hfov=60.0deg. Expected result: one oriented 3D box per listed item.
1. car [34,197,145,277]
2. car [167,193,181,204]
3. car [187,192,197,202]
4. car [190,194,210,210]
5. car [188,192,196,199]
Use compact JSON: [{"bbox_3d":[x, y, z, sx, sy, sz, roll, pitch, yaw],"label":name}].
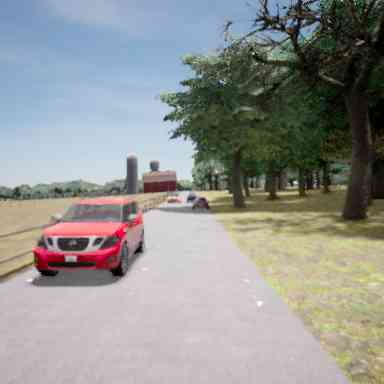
[{"bbox_3d":[-2.847,1.209,10.596,2.150,2.045,5.566,0,0,0],"label":"car"},{"bbox_3d":[-2.790,0.913,52.913,2.097,1.767,4.553,0,1,0],"label":"car"},{"bbox_3d":[0.025,0.997,57.586,1.837,1.490,4.892,0,1,0],"label":"car"},{"bbox_3d":[0.979,1.269,38.408,1.812,1.442,4.674,0,1,0],"label":"car"},{"bbox_3d":[0.032,0.710,72.991,1.812,1.442,4.674,0,1,0],"label":"car"}]
